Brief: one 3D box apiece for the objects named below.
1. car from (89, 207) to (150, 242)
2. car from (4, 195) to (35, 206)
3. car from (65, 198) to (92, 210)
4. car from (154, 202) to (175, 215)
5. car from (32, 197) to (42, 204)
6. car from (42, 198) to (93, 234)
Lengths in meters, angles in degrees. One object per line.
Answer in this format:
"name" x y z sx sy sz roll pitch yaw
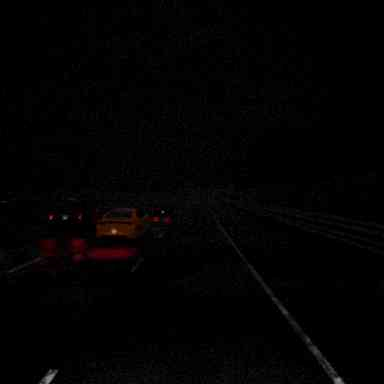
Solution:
"car" -3.299 1.542 16.679 1.882 1.535 5.008 0 0 1
"car" -23.748 1.409 46.403 2.150 2.045 5.566 0 0 2
"car" -16.638 1.710 48.894 2.128 1.511 4.902 0 -1 3
"car" -2.903 1.753 35.935 1.895 1.301 4.718 0 0 2
"car" -20.212 1.801 47.215 1.895 1.301 4.718 0 0 2
"car" -6.752 1.426 19.893 2.097 1.767 4.553 0 0 1
